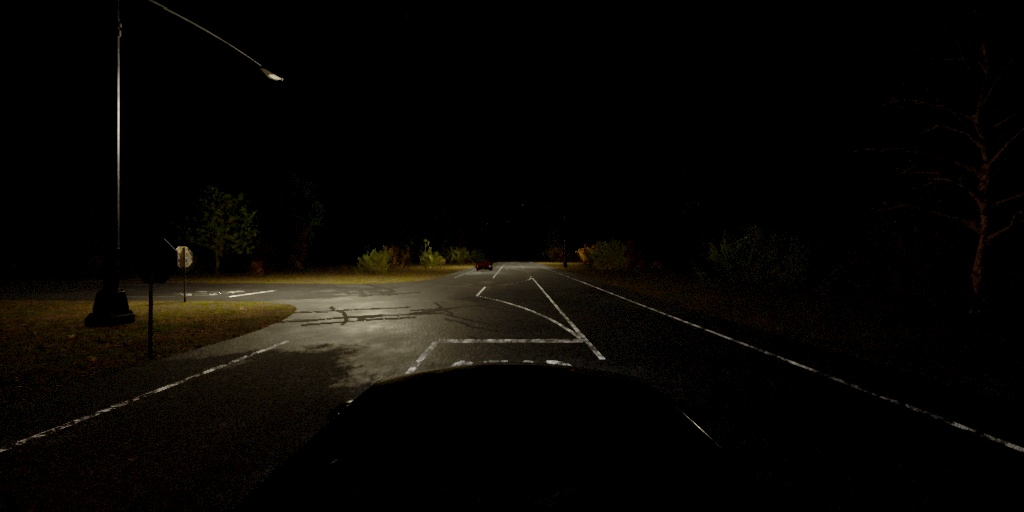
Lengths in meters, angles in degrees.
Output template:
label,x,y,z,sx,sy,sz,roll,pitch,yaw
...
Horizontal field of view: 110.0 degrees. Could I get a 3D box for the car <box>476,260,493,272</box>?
label,x,y,z,sx,sy,sz,roll,pitch,yaw
car,-3.457,1.191,45.562,1.882,1.535,5.008,0,0,0
